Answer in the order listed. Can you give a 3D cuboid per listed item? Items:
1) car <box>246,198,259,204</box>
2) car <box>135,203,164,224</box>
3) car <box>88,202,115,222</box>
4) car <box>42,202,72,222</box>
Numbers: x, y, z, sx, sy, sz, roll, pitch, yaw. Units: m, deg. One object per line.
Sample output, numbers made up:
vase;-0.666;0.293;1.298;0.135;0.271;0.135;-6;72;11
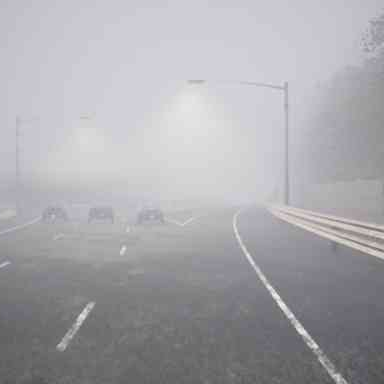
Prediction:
car;13.427;2.105;75.367;1.837;1.490;4.892;0;-3;16
car;-3.210;1.540;24.963;1.812;1.442;4.674;0;0;-13
car;-7.243;1.511;26.677;1.882;1.535;5.008;0;0;-15
car;-10.984;1.557;27.140;1.837;1.490;4.892;0;0;-15
